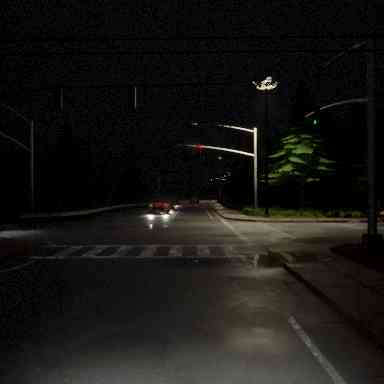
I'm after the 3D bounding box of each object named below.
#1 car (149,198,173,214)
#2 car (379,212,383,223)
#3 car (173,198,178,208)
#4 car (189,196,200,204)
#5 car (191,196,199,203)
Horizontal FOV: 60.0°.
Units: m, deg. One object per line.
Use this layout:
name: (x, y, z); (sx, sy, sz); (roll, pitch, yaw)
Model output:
car: (-3.577, 1.468, 37.301); (2.097, 1.767, 4.553); (0, 0, 0)
car: (15.165, 1.484, 22.084); (5.008, 1.535, 1.882); (0, 0, 1)
car: (-3.552, 1.632, 47.102); (2.128, 1.511, 4.902); (0, 0, 0)
car: (0.379, 1.691, 65.423); (1.812, 1.442, 4.674); (0, 0, 2)
car: (0.709, 1.631, 75.730); (1.837, 1.490, 4.892); (0, 0, 2)
